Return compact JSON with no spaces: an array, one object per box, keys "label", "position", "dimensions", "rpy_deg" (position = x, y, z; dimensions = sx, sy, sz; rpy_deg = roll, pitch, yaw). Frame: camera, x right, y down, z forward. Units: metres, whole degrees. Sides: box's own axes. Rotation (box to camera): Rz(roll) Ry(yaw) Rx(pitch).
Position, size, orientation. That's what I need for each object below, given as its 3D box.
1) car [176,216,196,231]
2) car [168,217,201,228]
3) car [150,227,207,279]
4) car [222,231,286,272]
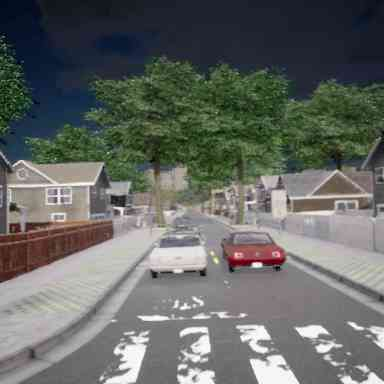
[{"label":"car","position":[-0.582,3.378,36.142],"dimensions":[1.994,1.385,4.181],"rpy_deg":[-2,-3,0]},{"label":"car","position":[-0.515,2.487,22.444],"dimensions":[2.097,1.767,4.553],"rpy_deg":[-2,-3,0]},{"label":"car","position":[-0.442,2.246,12.520],"dimensions":[1.895,1.301,4.718],"rpy_deg":[-2,-3,-1]},{"label":"car","position":[2.187,2.177,12.977],"dimensions":[1.895,1.301,4.718],"rpy_deg":[-2,-3,2]}]
